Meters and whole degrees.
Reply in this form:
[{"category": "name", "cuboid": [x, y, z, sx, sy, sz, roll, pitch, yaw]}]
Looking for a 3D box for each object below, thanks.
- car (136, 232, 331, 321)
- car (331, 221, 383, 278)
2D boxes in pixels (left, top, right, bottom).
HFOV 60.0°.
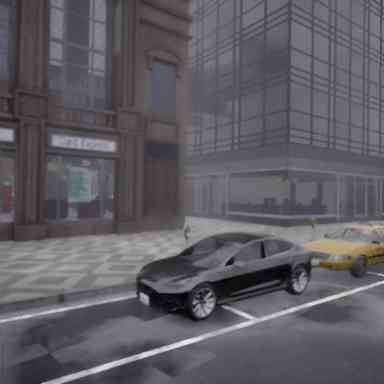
[{"category": "car", "cuboid": [0.903, 1.620, 7.402, 4.313, 1.339, 1.947, 1, 0, -36]}, {"category": "car", "cuboid": [5.343, 1.639, 10.571, 4.829, 1.417, 1.752, 1, 0, -36]}]
